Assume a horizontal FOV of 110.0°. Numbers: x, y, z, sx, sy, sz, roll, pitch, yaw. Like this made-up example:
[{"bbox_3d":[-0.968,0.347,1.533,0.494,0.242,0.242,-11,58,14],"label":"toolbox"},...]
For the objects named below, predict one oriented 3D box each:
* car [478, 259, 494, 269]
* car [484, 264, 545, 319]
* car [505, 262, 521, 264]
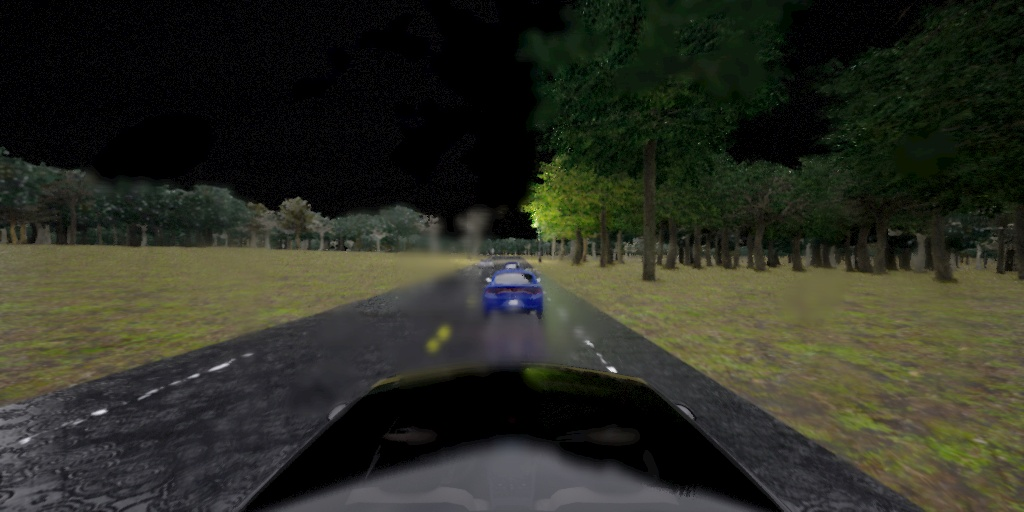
[{"bbox_3d":[-3.577,1.072,49.315,1.895,1.301,4.718,0,1,0],"label":"car"},{"bbox_3d":[0.070,1.213,12.820,1.882,1.535,5.008,0,0,0],"label":"car"},{"bbox_3d":[0.079,1.193,28.593,1.812,1.442,4.674,0,0,0],"label":"car"}]
